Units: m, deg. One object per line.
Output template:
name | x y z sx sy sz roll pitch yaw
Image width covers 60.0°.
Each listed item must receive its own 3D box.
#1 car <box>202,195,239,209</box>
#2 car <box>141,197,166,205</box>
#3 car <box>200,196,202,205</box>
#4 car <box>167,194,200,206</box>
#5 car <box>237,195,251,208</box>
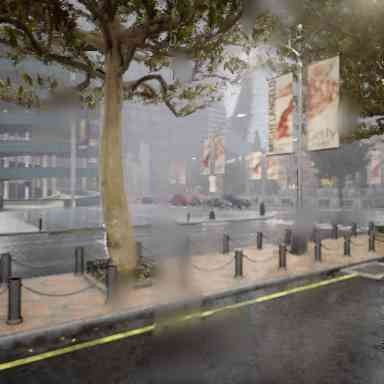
car | 4.217 1.685 50.438 2.128 1.511 4.902 0 0 -35
car | -8.045 1.693 66.170 4.892 1.490 1.837 0 0 43
car | 1.133 1.566 60.676 2.097 1.767 4.553 0 0 -37
car | -1.528 1.415 58.450 2.150 2.045 5.566 0 0 -36
car | 6.830 1.436 52.809 2.150 2.045 5.566 0 0 -36
